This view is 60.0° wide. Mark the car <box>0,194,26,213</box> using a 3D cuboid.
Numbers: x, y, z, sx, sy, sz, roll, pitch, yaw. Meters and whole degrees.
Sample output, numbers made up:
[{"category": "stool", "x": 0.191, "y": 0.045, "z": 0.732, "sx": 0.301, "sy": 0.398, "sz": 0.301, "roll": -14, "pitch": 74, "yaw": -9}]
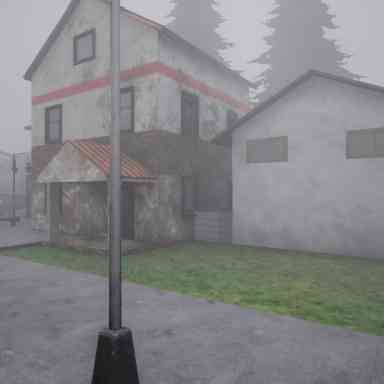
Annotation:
[{"category": "car", "x": -18.645, "y": 1.224, "z": 36.594, "sx": 2.150, "sy": 2.045, "sz": 5.566, "roll": 0, "pitch": 0, "yaw": 35}]
